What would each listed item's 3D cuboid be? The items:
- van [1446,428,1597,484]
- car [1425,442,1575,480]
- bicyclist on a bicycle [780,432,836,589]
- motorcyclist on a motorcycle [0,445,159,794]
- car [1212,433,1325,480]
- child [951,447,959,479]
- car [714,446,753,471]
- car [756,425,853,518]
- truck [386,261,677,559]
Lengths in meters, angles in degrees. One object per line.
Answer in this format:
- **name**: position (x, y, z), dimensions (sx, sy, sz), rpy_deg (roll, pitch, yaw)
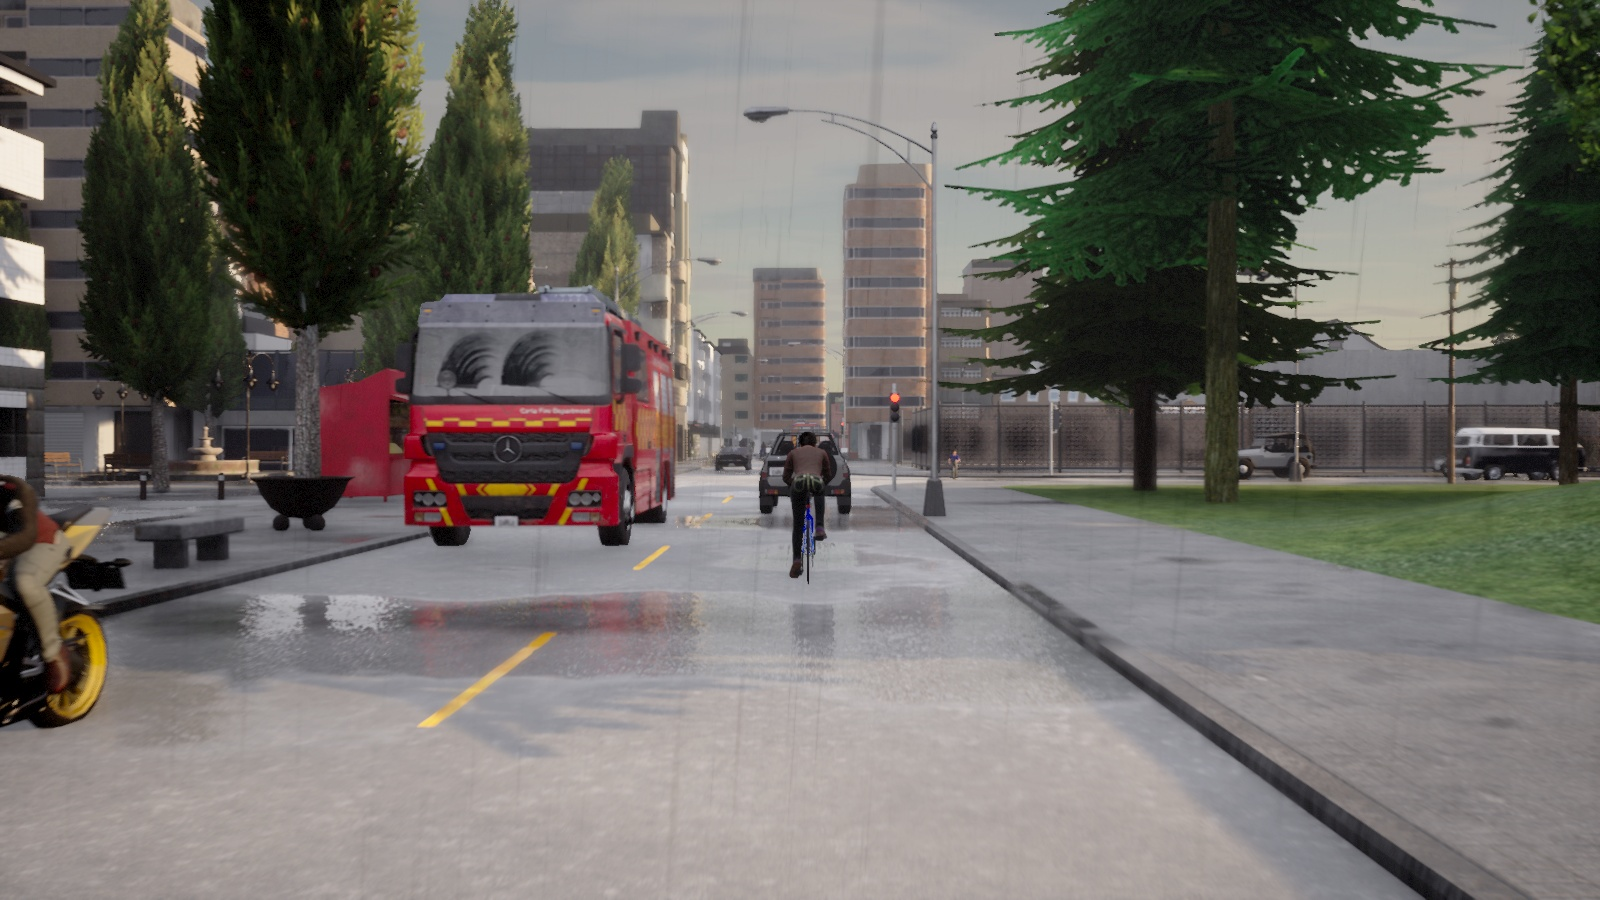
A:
- **van**: position (26.959, 0.226, 47.027), dimensions (4.480, 2.038, 2.069), rpy_deg (0, 0, 0)
- **car**: position (28.392, 0.438, 51.023), dimensions (4.902, 1.511, 2.128), rpy_deg (0, 0, 0)
- **bicyclist on a bicycle**: position (0.089, 0.621, 13.812), dimensions (0.582, 1.620, 1.656), rpy_deg (0, 0, 0)
- **motorcyclist on a motorcycle**: position (-3.951, 0.746, 5.787), dimensions (0.866, 1.530, 2.191), rpy_deg (0, 0, 0)
- **car**: position (19.017, 0.270, 51.104), dimensions (3.866, 1.878, 1.905), rpy_deg (0, 0, -1)
- **child**: position (6.174, 0.519, 50.047), dimensions (0.270, 1.263, 0.437), rpy_deg (0, 0, 0)
- **car**: position (-3.670, 0.450, 69.794), dimensions (1.895, 1.301, 4.718), rpy_deg (0, 0, 0)
- **car**: position (0.140, 0.409, 27.409), dimensions (1.932, 1.855, 4.605), rpy_deg (0, 0, 1)
- **truck**: position (-3.871, -0.536, 20.388), dimensions (2.891, 3.827, 8.468), rpy_deg (0, 0, 0)
